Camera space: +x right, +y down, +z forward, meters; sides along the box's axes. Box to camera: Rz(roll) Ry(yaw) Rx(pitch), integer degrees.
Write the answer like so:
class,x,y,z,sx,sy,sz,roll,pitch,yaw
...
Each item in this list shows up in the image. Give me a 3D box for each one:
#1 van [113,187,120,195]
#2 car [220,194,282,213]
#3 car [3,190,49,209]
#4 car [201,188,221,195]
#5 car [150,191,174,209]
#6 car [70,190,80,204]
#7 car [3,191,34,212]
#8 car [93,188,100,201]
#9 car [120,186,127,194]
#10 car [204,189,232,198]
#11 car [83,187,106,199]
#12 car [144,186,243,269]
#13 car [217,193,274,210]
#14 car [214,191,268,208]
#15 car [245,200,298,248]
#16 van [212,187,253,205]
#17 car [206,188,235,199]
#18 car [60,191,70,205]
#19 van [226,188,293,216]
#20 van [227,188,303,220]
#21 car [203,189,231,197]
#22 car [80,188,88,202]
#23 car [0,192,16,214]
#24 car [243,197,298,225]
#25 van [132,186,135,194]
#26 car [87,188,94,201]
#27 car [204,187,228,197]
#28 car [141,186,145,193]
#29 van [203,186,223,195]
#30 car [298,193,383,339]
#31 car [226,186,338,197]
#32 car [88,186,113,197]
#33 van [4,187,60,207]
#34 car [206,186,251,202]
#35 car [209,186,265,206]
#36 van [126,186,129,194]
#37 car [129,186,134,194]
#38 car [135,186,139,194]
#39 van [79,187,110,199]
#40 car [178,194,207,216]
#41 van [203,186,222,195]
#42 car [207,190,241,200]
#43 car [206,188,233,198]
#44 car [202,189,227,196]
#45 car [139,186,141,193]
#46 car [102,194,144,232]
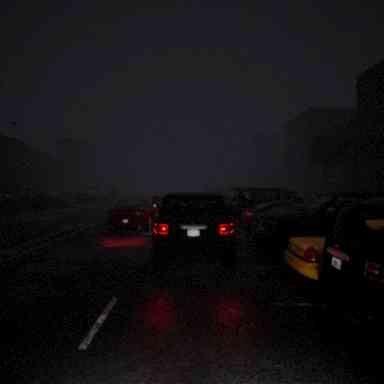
class,x,y,z,sx,sy,sz,roll,pitch,yaw
van,-15.621,0.034,58.904,4.442,1.987,1.878,0,1,0
car,4.706,0.883,27.113,4.674,1.452,2.002,0,1,0
car,-15.473,0.825,28.585,4.892,1.521,2.231,0,1,0
car,4.701,-0.148,82.560,4.892,1.521,2.231,0,1,0
car,-2.912,0.717,33.016,1.882,1.535,5.008,0,1,0
car,-15.671,0.654,36.856,5.366,1.575,1.946,0,1,0
car,-15.471,0.883,25.830,4.892,1.521,2.231,0,1,0
car,-15.495,0.540,45.126,4.674,1.452,2.002,0,1,0
car,-15.321,0.212,61.666,5.366,1.575,1.946,0,1,0
car,4.714,0.212,60.329,4.892,1.521,2.231,0,1,0
car,-15.500,0.449,47.883,5.008,1.535,2.097,0,1,0
car,0.054,0.967,10.343,2.150,2.045,5.566,0,1,0
car,4.679,0.816,29.766,4.792,1.488,2.163,0,1,0
car,4.702,0.730,32.544,4.892,1.521,2.231,0,1,0
car,4.706,1.198,13.161,4.674,1.452,2.002,0,1,0
van,4.592,0.390,38.096,4.442,1.987,1.878,0,1,0
car,4.677,0.180,54.769,4.553,1.767,2.185,0,1,0
car,-15.481,0.751,34.099,4.674,1.452,2.002,0,1,0
van,4.826,0.681,24.203,4.442,1.987,1.878,0,1,0
van,4.592,0.741,21.427,4.442,1.987,1.878,0,1,0
car,4.703,0.165,63.105,5.008,1.535,2.097,0,1,0
car,-15.482,0.604,39.611,4.892,1.521,2.231,0,1,0
car,-15.469,0.941,23.074,4.892,1.521,2.231,0,1,0
car,4.706,1.134,15.875,4.674,1.452,2.002,0,1,0
van,-15.399,-0.183,72.691,4.442,1.987,1.878,0,1,0
car,-15.520,0.581,42.370,4.792,1.488,2.163,0,1,0
car,4.739,-0.006,65.884,4.553,1.767,2.185,0,1,0
car,-15.553,-0.382,83.721,5.566,2.045,2.435,0,1,0
van,4.824,-0.284,76.998,4.442,1.987,1.878,0,1,0
car,4.738,1.109,4.754,5.566,2.045,2.435,0,1,0
car,4.737,0.779,18.646,5.566,2.045,2.435,0,1,0
car,-15.526,0.149,50.633,5.566,2.045,2.435,0,1,0
van,-15.364,0.539,31.461,4.442,1.987,1.878,0,1,0
car,4.680,0.256,43.652,5.566,2.045,2.435,0,1,0
car,4.680,0.420,35.319,5.566,2.045,2.435,0,1,0
van,-15.628,-0.098,67.176,4.442,1.987,1.878,0,1,0
car,-15.519,0.085,69.937,5.008,1.535,2.097,0,1,0
car,-15.546,-0.251,75.448,5.566,2.045,2.435,0,1,0
van,-15.616,0.127,53.392,4.442,1.987,1.878,0,1,0
car,0.063,0.927,26.387,2.033,1.411,5.357,0,1,0
van,4.824,-0.329,79.777,4.442,1.987,1.878,0,1,0
car,4.702,0.405,49.214,4.892,1.521,2.231,0,1,0
car,4.677,0.131,57.549,4.553,1.767,2.185,0,1,0
car,4.702,0.075,68.665,5.008,1.535,2.097,0,1,0
car,-15.553,-0.215,81.089,4.553,1.767,2.185,0,1,0
car,-2.914,1.065,17.041,1.882,1.535,5.008,0,1,0
